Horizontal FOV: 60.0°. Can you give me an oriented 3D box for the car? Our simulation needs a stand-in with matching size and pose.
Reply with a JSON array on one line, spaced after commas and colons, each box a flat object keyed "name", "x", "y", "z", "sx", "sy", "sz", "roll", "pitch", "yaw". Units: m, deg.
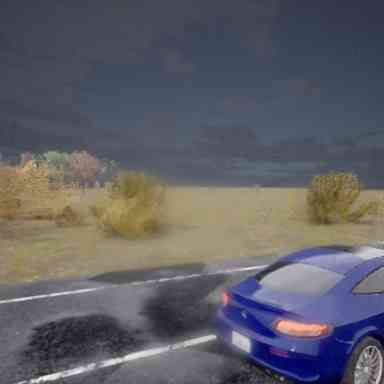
[{"name": "car", "x": 2.517, "y": 1.541, "z": 5.001, "sx": 4.674, "sy": 1.442, "sz": 1.812, "roll": 0, "pitch": 0, "yaw": -32}]
